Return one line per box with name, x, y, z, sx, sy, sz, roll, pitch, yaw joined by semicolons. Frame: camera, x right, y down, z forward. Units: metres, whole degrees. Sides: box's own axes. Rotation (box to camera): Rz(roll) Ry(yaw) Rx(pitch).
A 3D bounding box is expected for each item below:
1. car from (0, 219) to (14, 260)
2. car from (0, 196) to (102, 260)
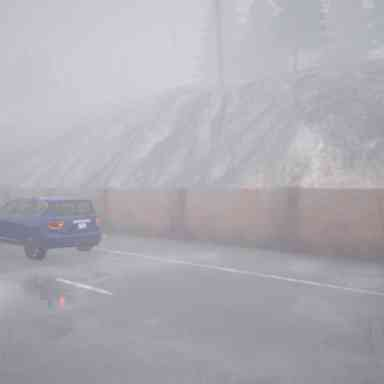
car;-7.425;1.495;9.289;5.357;1.411;2.033;0;0;36
car;-5.764;1.173;12.408;5.566;2.045;2.150;1;0;36
